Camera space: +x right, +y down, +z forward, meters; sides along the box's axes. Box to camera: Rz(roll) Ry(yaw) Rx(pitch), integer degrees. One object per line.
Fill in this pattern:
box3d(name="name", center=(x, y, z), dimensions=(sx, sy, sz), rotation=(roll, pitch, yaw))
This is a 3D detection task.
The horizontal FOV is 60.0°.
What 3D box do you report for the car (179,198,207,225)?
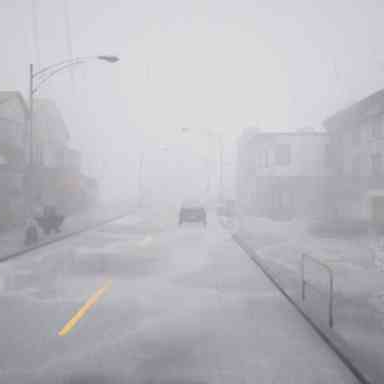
box3d(name="car", center=(0.062, 1.435, 23.822), dimensions=(1.882, 1.535, 5.008), rotation=(0, 0, 0))
